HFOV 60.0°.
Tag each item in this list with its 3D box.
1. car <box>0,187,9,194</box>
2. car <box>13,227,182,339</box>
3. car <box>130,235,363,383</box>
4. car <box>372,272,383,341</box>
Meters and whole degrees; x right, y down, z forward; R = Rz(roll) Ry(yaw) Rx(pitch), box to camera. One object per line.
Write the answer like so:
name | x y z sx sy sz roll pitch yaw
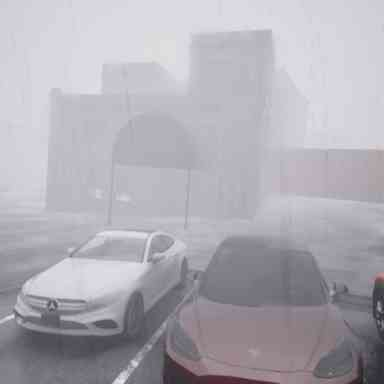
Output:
car | -25.140 -0.353 41.228 1.895 1.301 4.718 5 4 17
car | -1.352 1.499 6.773 2.002 1.452 4.674 1 -1 14
car | 1.088 1.496 5.094 2.163 1.488 4.792 1 -1 14
car | 3.528 1.349 3.444 2.185 1.767 4.553 0 -1 14
